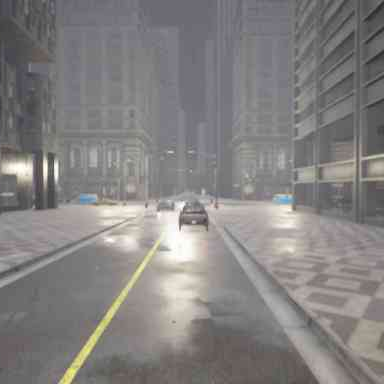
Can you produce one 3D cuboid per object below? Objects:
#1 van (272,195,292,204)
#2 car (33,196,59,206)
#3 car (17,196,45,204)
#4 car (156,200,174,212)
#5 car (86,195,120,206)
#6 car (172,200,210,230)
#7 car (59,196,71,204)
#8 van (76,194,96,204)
[{"bbox_3d":[17.735,1.446,64.588,3.998,1.788,1.690,0,1,0],"label":"van"},{"bbox_3d":[-25.398,1.634,55.879,4.507,1.381,1.887,0,1,0],"label":"car"},{"bbox_3d":[-31.075,1.494,64.380,4.507,1.381,1.887,0,1,0],"label":"car"},{"bbox_3d":[-3.014,1.621,39.381,1.994,1.385,4.181,0,0,0],"label":"car"},{"bbox_3d":[-14.647,1.647,55.915,4.829,1.417,1.752,0,1,0],"label":"car"},{"bbox_3d":[0.094,1.509,21.300,2.128,1.511,4.902,0,0,0],"label":"car"},{"bbox_3d":[-25.662,1.530,64.402,4.313,1.339,1.947,0,1,0],"label":"car"},{"bbox_3d":[-20.249,1.321,64.421,3.998,1.788,1.690,0,1,0],"label":"van"}]
